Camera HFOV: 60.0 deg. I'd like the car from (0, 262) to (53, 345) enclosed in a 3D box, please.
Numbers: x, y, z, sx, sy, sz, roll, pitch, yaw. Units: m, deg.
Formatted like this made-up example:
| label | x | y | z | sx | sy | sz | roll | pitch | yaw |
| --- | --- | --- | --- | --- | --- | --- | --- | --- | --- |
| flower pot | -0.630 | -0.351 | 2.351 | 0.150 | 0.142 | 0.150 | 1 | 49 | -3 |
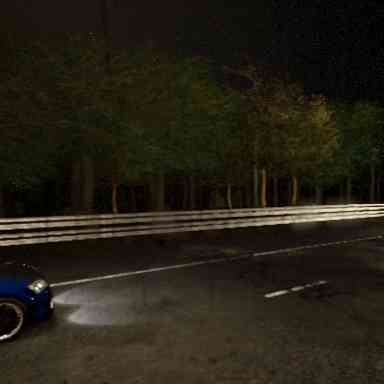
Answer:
| label | x | y | z | sx | sy | sz | roll | pitch | yaw |
| --- | --- | --- | --- | --- | --- | --- | --- | --- | --- |
| car | -4.353 | 1.547 | 4.948 | 4.181 | 1.385 | 1.994 | 0 | 0 | -35 |
